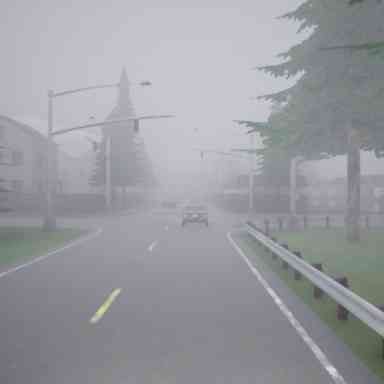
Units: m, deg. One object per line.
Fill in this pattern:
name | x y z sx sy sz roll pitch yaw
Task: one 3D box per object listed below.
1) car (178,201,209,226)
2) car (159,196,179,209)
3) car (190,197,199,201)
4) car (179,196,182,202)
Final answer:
car | 0.236 1.594 23.827 2.033 1.411 5.357 0 0 1
car | -3.229 1.580 47.395 1.882 1.535 5.008 0 0 1
car | 0.500 1.751 67.288 1.895 1.301 4.718 0 0 0
car | -3.061 1.491 63.072 2.097 1.767 4.553 0 0 1
